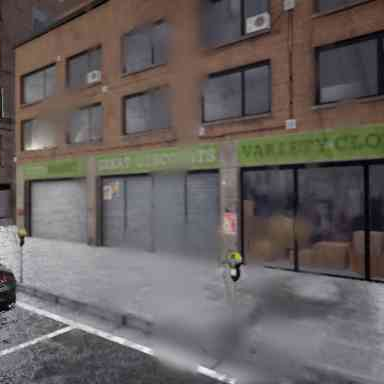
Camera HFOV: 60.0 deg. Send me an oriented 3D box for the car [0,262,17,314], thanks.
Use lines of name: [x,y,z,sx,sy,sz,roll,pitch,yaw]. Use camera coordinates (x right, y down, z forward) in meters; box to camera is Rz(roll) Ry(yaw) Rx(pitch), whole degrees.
car: [-5.081,1.628,6.427,4.403,1.369,2.008,-1,0,35]
